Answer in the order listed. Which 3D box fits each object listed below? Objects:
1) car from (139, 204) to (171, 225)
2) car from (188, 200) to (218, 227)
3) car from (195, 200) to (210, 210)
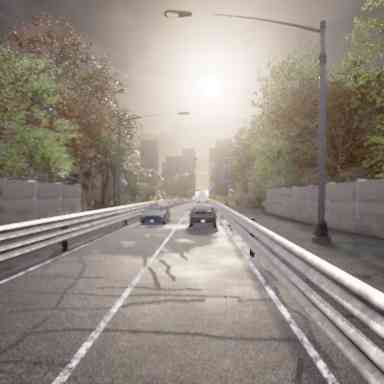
[{"bbox_3d":[-2.633,1.600,25.174,2.033,1.411,5.357,1,0,2],"label":"car"},{"bbox_3d":[0.773,1.590,23.691,1.837,1.490,4.892,1,0,2],"label":"car"},{"bbox_3d":[1.555,1.858,49.261,1.994,1.385,4.181,1,-1,2],"label":"car"}]
